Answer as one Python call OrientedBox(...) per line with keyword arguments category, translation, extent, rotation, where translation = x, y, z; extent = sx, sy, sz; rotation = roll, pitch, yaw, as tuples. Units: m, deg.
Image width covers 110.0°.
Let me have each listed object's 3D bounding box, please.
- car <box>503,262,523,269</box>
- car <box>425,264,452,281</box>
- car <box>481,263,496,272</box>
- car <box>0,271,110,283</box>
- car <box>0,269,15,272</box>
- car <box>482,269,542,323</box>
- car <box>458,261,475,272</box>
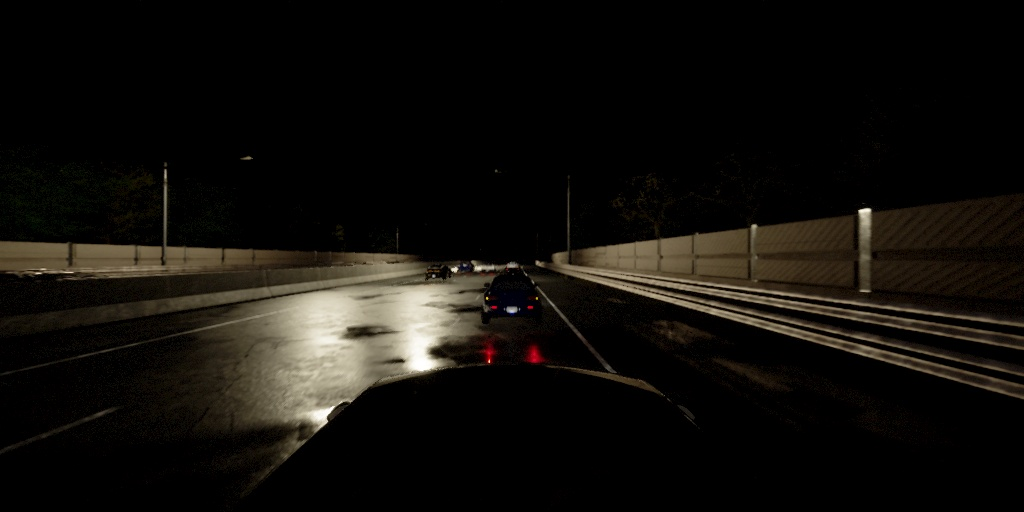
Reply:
OrientedBox(category="car", translation=(0.102, 1.509, 36.109), extent=(2.128, 1.511, 4.902), rotation=(0, 0, 0))
OrientedBox(category="car", translation=(-6.898, 1.508, 34.060), extent=(1.837, 1.490, 4.892), rotation=(0, 0, 0))
OrientedBox(category="car", translation=(-3.365, 1.720, 52.485), extent=(1.895, 1.301, 4.718), rotation=(0, 0, 0))
OrientedBox(category="car", translation=(-17.500, 1.392, 13.781), extent=(2.033, 1.411, 5.357), rotation=(0, 0, 0))
OrientedBox(category="car", translation=(-20.999, 1.284, 13.806), extent=(2.128, 1.511, 4.902), rotation=(0, 0, 0))
OrientedBox(category="car", translation=(0.001, 1.360, 12.404), extent=(1.812, 1.442, 4.674), rotation=(0, 0, 0))
OrientedBox(category="car", translation=(-6.849, 1.479, 54.056), extent=(2.097, 1.767, 4.553), rotation=(0, 0, 0))
